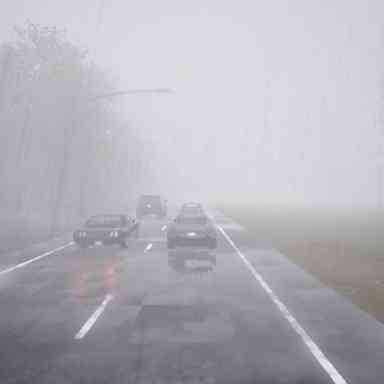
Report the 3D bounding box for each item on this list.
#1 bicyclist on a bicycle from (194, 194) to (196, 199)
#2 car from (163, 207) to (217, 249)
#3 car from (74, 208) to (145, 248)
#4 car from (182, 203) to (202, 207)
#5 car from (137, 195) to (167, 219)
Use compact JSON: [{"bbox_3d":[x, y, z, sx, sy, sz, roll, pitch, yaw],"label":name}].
[{"bbox_3d":[0.964,1.476,95.487,0.582,1.620,1.656,0,0,0],"label":"bicyclist on a bicycle"},{"bbox_3d":[0.000,1.575,14.650,1.994,1.385,4.181,0,0,0],"label":"car"},{"bbox_3d":[-3.500,1.618,14.681,1.895,1.301,4.718,0,0,0],"label":"car"},{"bbox_3d":[0.000,1.622,29.681,1.895,1.301,4.718,0,0,0],"label":"car"},{"bbox_3d":[-3.500,1.263,29.682,2.150,2.045,5.566,0,0,0],"label":"car"}]
